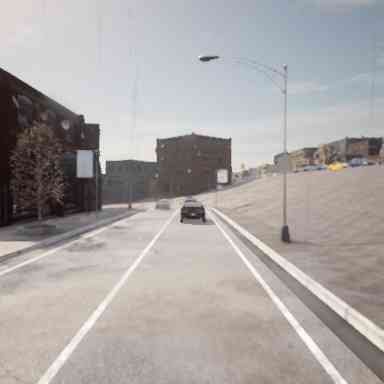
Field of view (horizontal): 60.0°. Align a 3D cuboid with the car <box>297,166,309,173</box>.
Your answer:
[{"bbox_3d":[21.864,-3.997,61.476,2.231,1.521,4.892,0,1,-1],"label":"car"}]

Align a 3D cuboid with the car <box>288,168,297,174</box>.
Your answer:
[{"bbox_3d":[21.736,-4.078,66.994,2.231,1.521,4.892,0,1,-1],"label":"car"}]

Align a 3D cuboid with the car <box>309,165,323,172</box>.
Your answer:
[{"bbox_3d":[22.097,-3.858,55.934,2.002,1.452,4.674,0,1,-2],"label":"car"}]

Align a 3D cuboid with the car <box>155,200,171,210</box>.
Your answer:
[{"bbox_3d":[-3.766,1.674,43.374,1.895,1.301,4.718,0,-1,-2],"label":"car"}]

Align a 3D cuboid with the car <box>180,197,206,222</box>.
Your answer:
[{"bbox_3d":[0.084,1.457,26.318,1.882,1.535,5.008,0,0,0],"label":"car"}]

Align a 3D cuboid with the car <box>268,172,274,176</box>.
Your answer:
[{"bbox_3d":[21.379,-4.242,83.424,2.002,1.452,4.674,0,1,-1],"label":"car"}]

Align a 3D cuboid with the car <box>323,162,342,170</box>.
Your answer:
[{"bbox_3d":[22.449,-3.793,50.397,2.097,1.535,5.008,0,1,-4],"label":"car"}]

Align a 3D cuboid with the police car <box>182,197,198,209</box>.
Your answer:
[{"bbox_3d":[-0.360,1.564,48.783,1.930,1.638,5.238,0,-1,-6],"label":"police car"}]

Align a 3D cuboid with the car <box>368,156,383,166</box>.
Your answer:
[{"bbox_3d":[23.537,-3.552,39.201,2.163,1.488,4.792,0,1,-6],"label":"car"}]

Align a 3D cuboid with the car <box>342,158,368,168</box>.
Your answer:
[{"bbox_3d":[22.917,-3.815,44.892,2.185,1.767,4.553,0,1,-5],"label":"car"}]

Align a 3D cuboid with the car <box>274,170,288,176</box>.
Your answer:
[{"bbox_3d":[21.499,-4.341,77.930,2.185,1.767,4.553,0,1,-1],"label":"car"}]

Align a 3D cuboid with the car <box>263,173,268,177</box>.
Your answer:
[{"bbox_3d":[21.256,-4.477,89.097,2.185,1.767,4.553,0,1,-1],"label":"car"}]
